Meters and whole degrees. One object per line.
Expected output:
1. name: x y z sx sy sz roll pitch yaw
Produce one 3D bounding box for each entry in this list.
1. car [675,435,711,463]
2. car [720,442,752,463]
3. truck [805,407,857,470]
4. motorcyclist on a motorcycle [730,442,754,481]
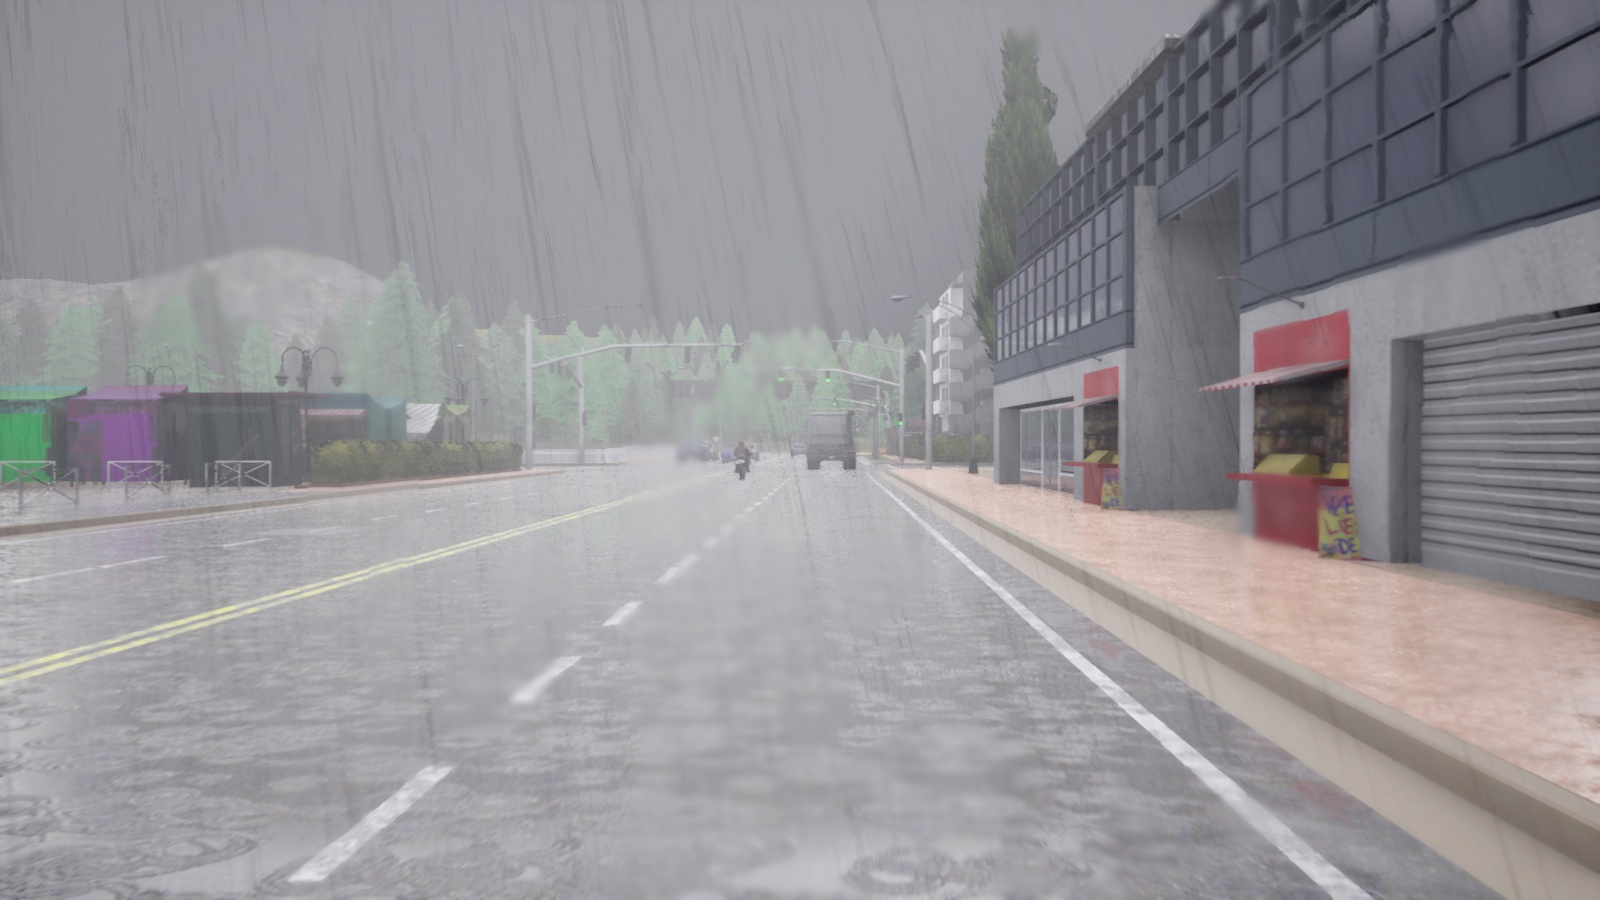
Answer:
1. car: -8.099 -0.083 95.943 2.150 2.045 5.566 0 0 1
2. car: -4.696 0.170 92.086 2.007 1.525 4.514 0 0 2
3. truck: 1.827 -0.648 73.439 2.891 3.462 7.936 0 0 1
4. motorcyclist on a motorcycle: -2.289 0.447 49.611 0.797 1.523 2.044 0 0 1
